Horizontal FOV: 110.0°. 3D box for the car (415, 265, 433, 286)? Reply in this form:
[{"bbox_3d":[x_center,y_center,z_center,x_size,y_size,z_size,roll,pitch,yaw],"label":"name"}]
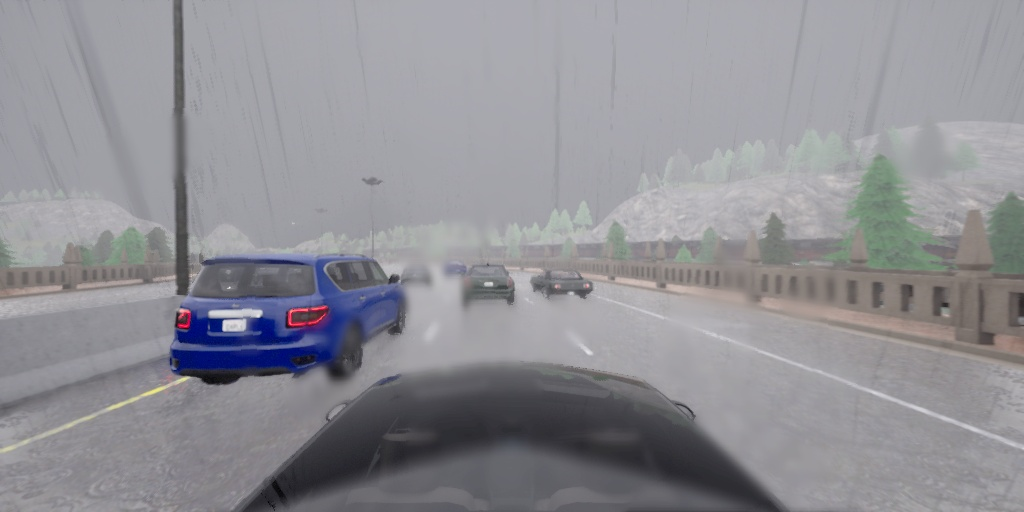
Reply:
[{"bbox_3d":[-6.562,1.287,24.973,1.994,1.385,4.181,0,0,-14],"label":"car"}]

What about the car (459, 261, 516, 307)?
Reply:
[{"bbox_3d":[-1.135,1.067,15.583,2.097,1.767,4.553,0,0,-8],"label":"car"}]

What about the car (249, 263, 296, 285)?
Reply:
[{"bbox_3d":[-18.511,1.312,27.995,1.837,1.490,4.892,0,0,-18],"label":"car"}]

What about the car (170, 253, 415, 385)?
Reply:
[{"bbox_3d":[-3.704,0.975,7.259,2.150,2.045,5.566,0,0,-4],"label":"car"}]

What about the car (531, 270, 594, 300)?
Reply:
[{"bbox_3d":[2.203,1.290,17.243,1.895,1.301,4.718,0,0,-8],"label":"car"}]

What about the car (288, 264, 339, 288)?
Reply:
[{"bbox_3d":[-14.166,1.324,25.931,2.033,1.411,5.357,0,0,-16],"label":"car"}]

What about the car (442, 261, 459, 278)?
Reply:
[{"bbox_3d":[-5.320,1.165,33.248,1.882,1.535,5.008,0,0,-18],"label":"car"}]

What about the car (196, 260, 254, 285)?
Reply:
[{"bbox_3d":[-22.193,1.190,27.955,2.097,1.767,4.553,-1,0,-19],"label":"car"}]
